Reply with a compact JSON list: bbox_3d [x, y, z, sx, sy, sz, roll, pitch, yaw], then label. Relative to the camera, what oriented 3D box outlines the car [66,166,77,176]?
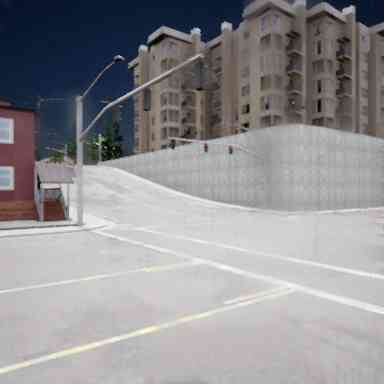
[{"bbox_3d":[-18.939,-3.247,52.140,1.895,1.301,4.718,0,13,-36],"label":"car"}]
